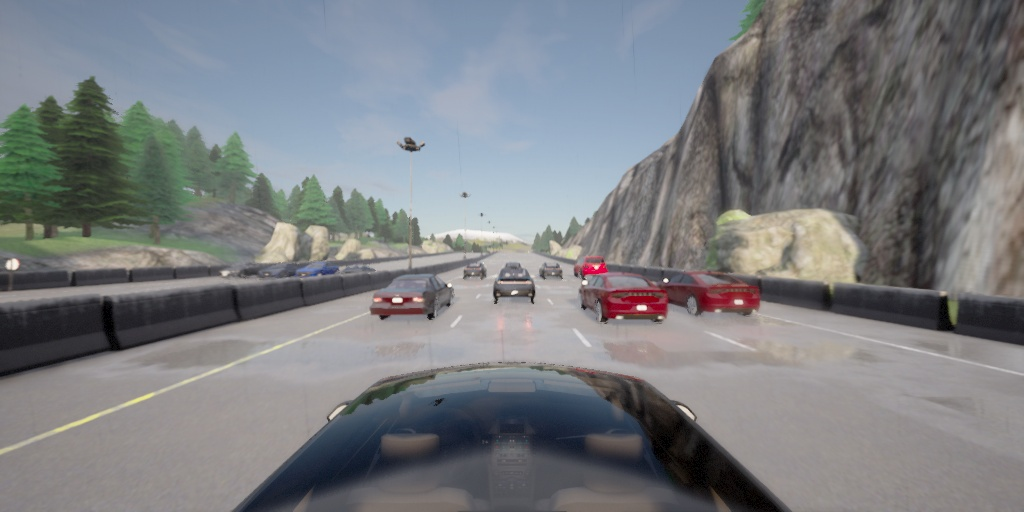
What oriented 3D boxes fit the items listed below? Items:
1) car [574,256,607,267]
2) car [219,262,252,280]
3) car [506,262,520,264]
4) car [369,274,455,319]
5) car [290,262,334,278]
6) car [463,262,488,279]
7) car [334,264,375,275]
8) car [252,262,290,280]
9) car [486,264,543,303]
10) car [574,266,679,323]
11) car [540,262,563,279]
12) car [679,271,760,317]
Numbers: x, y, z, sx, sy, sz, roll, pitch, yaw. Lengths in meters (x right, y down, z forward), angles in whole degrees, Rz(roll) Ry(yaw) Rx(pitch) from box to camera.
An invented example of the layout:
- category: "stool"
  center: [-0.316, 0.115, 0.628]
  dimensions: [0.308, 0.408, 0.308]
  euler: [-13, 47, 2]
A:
- category: "car"
  center: [7.096, 1.056, 32.808]
  dimensions: [2.150, 2.045, 5.566]
  euler: [0, 0, 0]
- category: "car"
  center: [-24.598, 1.324, 33.213]
  dimensions: [2.128, 1.511, 4.902]
  euler: [0, 0, 0]
- category: "car"
  center: [0.096, 1.336, 33.725]
  dimensions: [1.837, 1.490, 4.892]
  euler: [0, 0, 0]
- category: "car"
  center: [-3.401, 1.370, 13.141]
  dimensions: [2.033, 1.411, 5.357]
  euler: [0, 0, 0]
- category: "car"
  center: [-17.599, 1.311, 32.757]
  dimensions: [1.882, 1.535, 5.008]
  euler: [0, 0, 0]
- category: "car"
  center: [-3.403, 1.323, 33.603]
  dimensions: [2.128, 1.511, 4.902]
  euler: [0, 0, 0]
- category: "car"
  center: [-14.099, 1.397, 32.877]
  dimensions: [1.994, 1.385, 4.181]
  euler: [0, 0, 0]
- category: "car"
  center: [-21.099, 1.397, 32.851]
  dimensions: [1.994, 1.385, 4.181]
  euler: [0, 0, 0]
- category: "car"
  center: [0.098, 1.328, 17.303]
  dimensions: [2.128, 1.511, 4.902]
  euler: [0, 0, 0]
- category: "car"
  center: [3.599, 1.297, 12.416]
  dimensions: [1.882, 1.535, 5.008]
  euler: [0, 0, 0]
- category: "car"
  center: [3.596, 1.323, 33.599]
  dimensions: [2.128, 1.511, 4.902]
  euler: [0, 0, 0]
- category: "car"
  center: [7.099, 1.303, 13.701]
  dimensions: [1.882, 1.535, 5.008]
  euler: [0, 0, 0]
